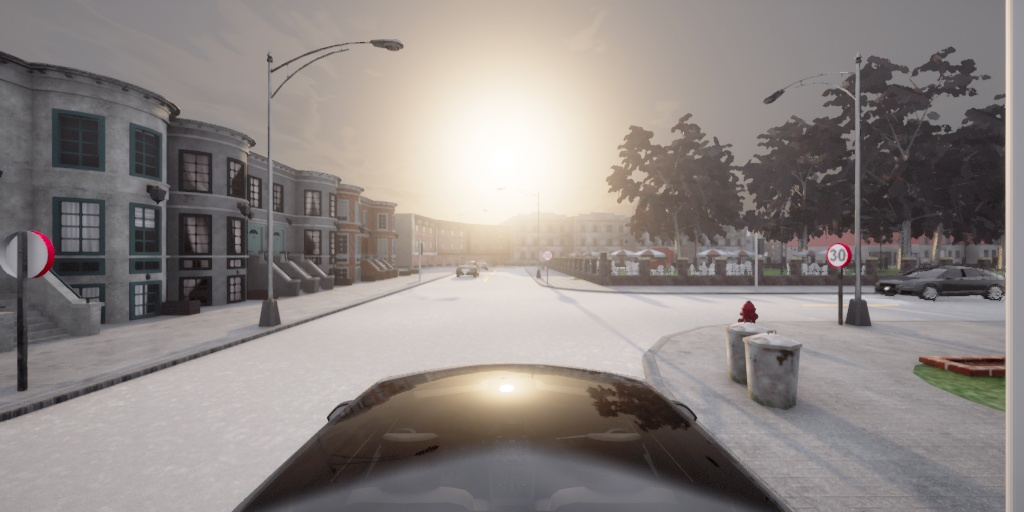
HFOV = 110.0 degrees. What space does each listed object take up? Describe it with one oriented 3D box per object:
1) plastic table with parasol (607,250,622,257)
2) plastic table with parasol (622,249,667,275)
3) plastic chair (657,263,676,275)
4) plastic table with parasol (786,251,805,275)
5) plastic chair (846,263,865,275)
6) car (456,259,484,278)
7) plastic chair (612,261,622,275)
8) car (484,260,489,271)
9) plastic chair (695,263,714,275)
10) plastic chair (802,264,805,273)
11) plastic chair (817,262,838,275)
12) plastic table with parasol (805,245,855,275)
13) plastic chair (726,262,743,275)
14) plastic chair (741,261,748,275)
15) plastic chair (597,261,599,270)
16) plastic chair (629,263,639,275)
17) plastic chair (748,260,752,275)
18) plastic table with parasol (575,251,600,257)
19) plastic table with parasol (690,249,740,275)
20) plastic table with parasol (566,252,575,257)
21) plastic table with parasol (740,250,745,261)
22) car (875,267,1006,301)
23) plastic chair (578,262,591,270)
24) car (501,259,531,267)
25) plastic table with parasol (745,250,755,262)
[{"bbox_3d":[9.557,0.696,30.656,2.482,2.480,2.482,0,0,-40],"label":"plastic table with parasol"},{"bbox_3d":[10.009,0.732,26.167,2.482,2.480,2.482,0,0,-40],"label":"plastic table with parasol"},{"bbox_3d":[10.913,1.336,25.196,0.750,1.272,0.730,0,0,-35],"label":"plastic chair"},{"bbox_3d":[26.404,0.690,31.820,2.482,2.480,2.482,0,0,-40],"label":"plastic table with parasol"},{"bbox_3d":[24.582,1.312,25.522,0.750,1.272,0.730,0,0,-35],"label":"plastic chair"},{"bbox_3d":[-4.201,1.237,34.662,2.128,1.511,4.902,0,0,0],"label":"car"},{"bbox_3d":[8.528,1.297,29.909,0.730,1.272,0.750,0,0,-40],"label":"plastic chair"},{"bbox_3d":[-4.223,1.234,48.837,2.128,1.511,4.902,0,0,0],"label":"car"},{"bbox_3d":[14.207,1.317,26.434,0.730,1.272,0.750,0,0,-40],"label":"plastic chair"},{"bbox_3d":[22.939,1.267,27.511,0.750,1.272,0.730,0,0,-40],"label":"plastic chair"},{"bbox_3d":[22.656,1.285,25.735,0.730,1.272,0.750,0,0,-39],"label":"plastic chair"},{"bbox_3d":[23.680,0.680,26.493,2.482,2.480,2.482,0,0,-40],"label":"plastic table with parasol"},{"bbox_3d":[16.140,1.305,26.210,0.750,1.272,0.730,0,0,-35],"label":"plastic chair"},{"bbox_3d":[19.083,1.300,30.226,0.750,1.272,0.730,0,0,-35],"label":"plastic chair"},{"bbox_3d":[10.864,1.261,43.736,0.750,1.272,0.730,0,0,-32],"label":"plastic chair"},{"bbox_3d":[8.980,1.336,25.420,0.730,1.272,0.750,0,0,-40],"label":"plastic chair"},{"bbox_3d":[22.824,1.283,33.463,0.750,1.272,0.730,0,0,-34],"label":"plastic chair"},{"bbox_3d":[9.916,0.625,44.746,2.482,2.480,2.482,0,0,-38],"label":"plastic table with parasol"},{"bbox_3d":[15.236,0.701,27.181,2.482,2.480,2.482,0,0,-40],"label":"plastic table with parasol"},{"bbox_3d":[9.101,0.728,52.440,2.482,2.480,2.482,0,0,0],"label":"plastic table with parasol"},{"bbox_3d":[18.192,0.668,31.175,2.482,2.480,2.482,0,0,-42],"label":"plastic table with parasol"},{"bbox_3d":[19.786,1.252,16.610,4.892,1.490,1.837,0,0,0],"label":"car"},{"bbox_3d":[8.932,1.264,44.019,0.730,1.272,0.750,0,0,-40],"label":"plastic chair"},{"bbox_3d":[0.752,1.218,64.214,5.357,1.411,2.033,0,0,-32],"label":"car"},{"bbox_3d":[21.978,0.616,34.453,2.482,2.480,2.482,0,0,-39],"label":"plastic table with parasol"}]
